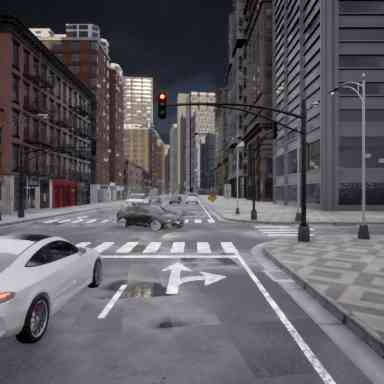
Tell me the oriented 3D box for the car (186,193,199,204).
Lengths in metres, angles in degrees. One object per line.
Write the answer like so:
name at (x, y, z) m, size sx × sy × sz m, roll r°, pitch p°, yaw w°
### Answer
car at (0.051, 1.190, 62.339) m, size 2.150 × 2.045 × 5.566 m, roll 0°, pitch 0°, yaw 0°

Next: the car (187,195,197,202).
car at (0.005, 1.384, 72.843) m, size 2.033 × 1.411 × 5.357 m, roll 0°, pitch 0°, yaw 0°

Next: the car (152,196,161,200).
car at (-6.569, 1.463, 59.085) m, size 2.128 × 1.511 × 4.902 m, roll 0°, pitch 0°, yaw 0°

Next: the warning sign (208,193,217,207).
warning sign at (2.851, 1.099, 46.330) m, size 1.300 × 1.860 × 1.060 m, roll 0°, pitch 0°, yaw 0°

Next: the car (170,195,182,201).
car at (-3.148, 1.517, 61.051) m, size 2.033 × 1.411 × 5.357 m, roll 0°, pitch 0°, yaw 0°

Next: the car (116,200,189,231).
car at (-2.690, 1.505, 20.578) m, size 4.892 × 1.490 × 1.837 m, roll 0°, pitch 3°, yaw 39°

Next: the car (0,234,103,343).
car at (-3.152, 1.526, 6.317) m, size 1.812 × 1.442 × 4.674 m, roll 0°, pitch 0°, yaw 2°

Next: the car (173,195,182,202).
car at (-3.236, 1.460, 73.716) m, size 1.837 × 1.490 × 4.892 m, roll 0°, pitch 0°, yaw 0°

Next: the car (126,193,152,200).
car at (-6.592, 1.210, 40.023) m, size 2.150 × 2.045 × 5.566 m, roll 0°, pitch 0°, yaw 1°
